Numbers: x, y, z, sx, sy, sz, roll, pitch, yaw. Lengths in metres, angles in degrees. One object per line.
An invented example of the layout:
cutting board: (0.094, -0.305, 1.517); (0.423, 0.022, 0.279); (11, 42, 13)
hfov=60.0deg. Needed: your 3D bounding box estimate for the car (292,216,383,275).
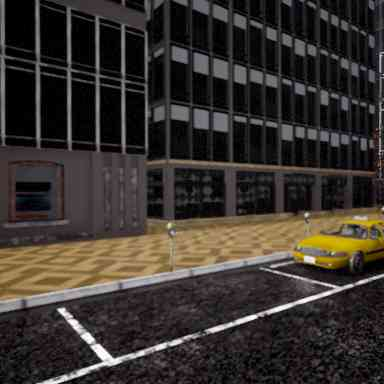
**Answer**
car: (5.067, 1.447, 10.192); (4.829, 1.417, 1.752); (-1, 1, -36)
